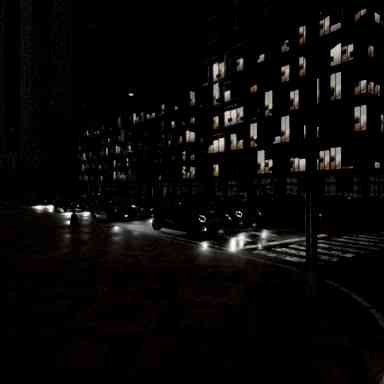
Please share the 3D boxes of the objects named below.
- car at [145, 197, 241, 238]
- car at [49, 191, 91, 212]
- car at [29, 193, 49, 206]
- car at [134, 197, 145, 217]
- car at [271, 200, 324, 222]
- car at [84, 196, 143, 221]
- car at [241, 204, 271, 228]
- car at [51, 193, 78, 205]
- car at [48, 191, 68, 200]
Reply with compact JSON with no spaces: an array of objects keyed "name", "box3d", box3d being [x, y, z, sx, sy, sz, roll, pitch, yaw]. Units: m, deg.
[{"name":"car","box3d":[-0.095,1.124,16.481,2.097,1.767,4.553,0,1,-38]},{"name":"car","box3d":[-11.399,0.943,30.807,1.837,1.490,4.892,0,1,-38]},{"name":"car","box3d":[-17.600,0.817,38.745,1.994,1.385,4.181,0,1,-37]},{"name":"car","box3d":[-3.986,1.126,26.646,2.033,1.411,5.357,0,1,-38]},{"name":"car","box3d":[6.958,1.266,23.492,1.812,1.442,4.674,0,1,-38]},{"name":"car","box3d":[-5.673,1.208,23.539,1.895,1.301,4.718,0,1,-38]},{"name":"car","box3d":[1.891,1.104,19.212,2.097,1.767,4.553,0,1,-38]},{"name":"car","box3d":[-16.331,0.812,42.405,1.895,1.301,4.718,0,1,-38]},{"name":"car","box3d":[-22.592,0.540,55.880,1.895,1.301,4.718,0,1,-38]}]
